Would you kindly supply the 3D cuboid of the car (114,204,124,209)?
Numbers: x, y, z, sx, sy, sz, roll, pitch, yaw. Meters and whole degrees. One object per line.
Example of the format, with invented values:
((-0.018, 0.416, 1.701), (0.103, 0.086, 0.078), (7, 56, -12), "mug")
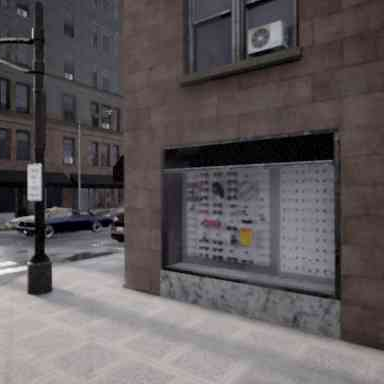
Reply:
((-5.134, 1.580, 24.343), (2.008, 1.369, 4.403), (0, 0, 35), "car")

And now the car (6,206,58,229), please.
((-8.375, 1.550, 19.797), (1.752, 1.417, 4.829), (0, 0, 35), "car")

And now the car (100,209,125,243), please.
((-1.747, 1.558, 15.270), (1.947, 1.339, 4.313), (0, 0, 35), "car")

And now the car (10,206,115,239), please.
((-6.725, 1.615, 17.782), (1.895, 1.301, 4.718), (0, 0, 36), "car")
